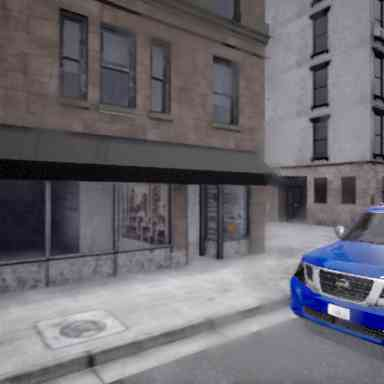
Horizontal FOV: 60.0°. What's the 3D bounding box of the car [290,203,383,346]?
[{"bbox_3d":[4.220,1.216,6.107,5.566,2.045,2.150,-1,1,-36],"label":"car"}]
